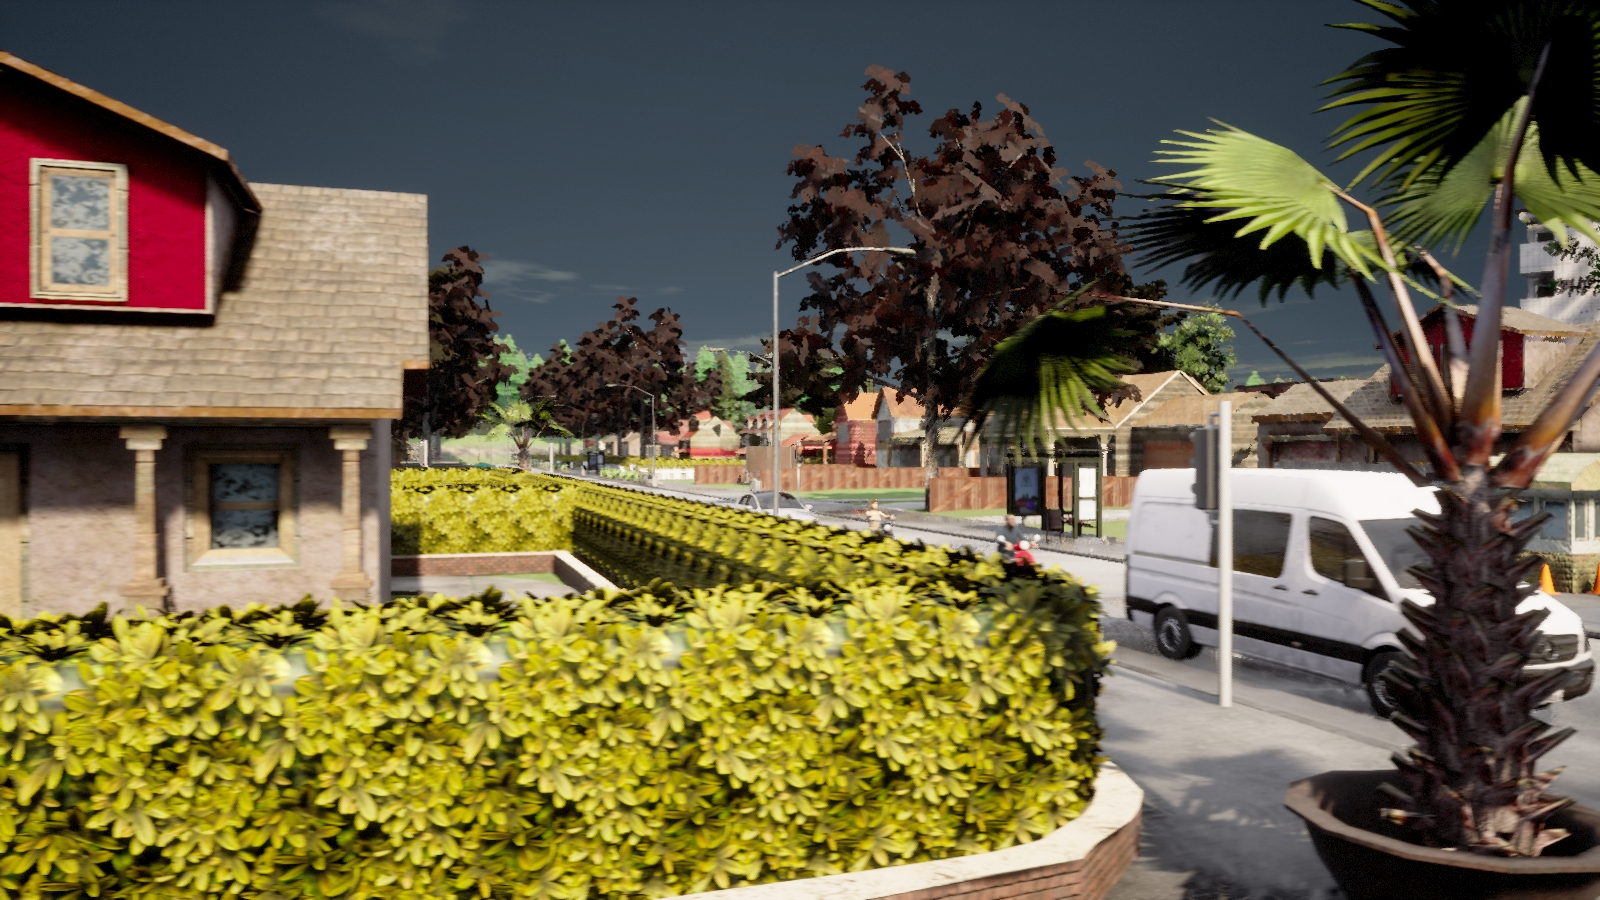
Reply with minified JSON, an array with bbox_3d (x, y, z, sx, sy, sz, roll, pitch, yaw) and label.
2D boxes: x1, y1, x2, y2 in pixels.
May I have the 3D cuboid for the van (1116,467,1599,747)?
[{"bbox_3d":[6.443,1.539,13.976,1.988,2.561,5.915,0,0,-19],"label":"van"}]

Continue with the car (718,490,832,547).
[{"bbox_3d":[-0.878,2.077,35.864,2.231,1.480,4.892,0,0,-18],"label":"car"}]

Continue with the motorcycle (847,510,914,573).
[{"bbox_3d":[1.912,2.167,27.510,0.764,1.307,2.356,0,0,-19],"label":"motorcycle"}]
